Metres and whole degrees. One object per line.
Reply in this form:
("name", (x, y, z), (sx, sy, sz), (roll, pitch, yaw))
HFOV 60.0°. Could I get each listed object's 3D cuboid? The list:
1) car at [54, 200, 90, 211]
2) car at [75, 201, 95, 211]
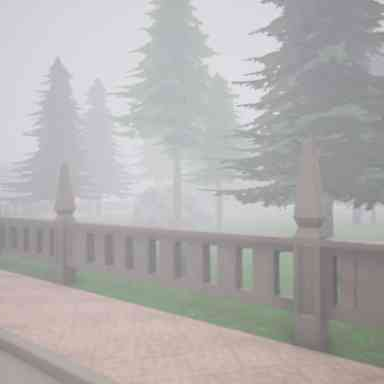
("car", (-18.188, 1.981, 50.561), (1.837, 1.490, 4.892), (-1, -1, 36))
("car", (-15.342, 1.929, 48.524), (2.128, 1.511, 4.902), (-1, -1, 36))
